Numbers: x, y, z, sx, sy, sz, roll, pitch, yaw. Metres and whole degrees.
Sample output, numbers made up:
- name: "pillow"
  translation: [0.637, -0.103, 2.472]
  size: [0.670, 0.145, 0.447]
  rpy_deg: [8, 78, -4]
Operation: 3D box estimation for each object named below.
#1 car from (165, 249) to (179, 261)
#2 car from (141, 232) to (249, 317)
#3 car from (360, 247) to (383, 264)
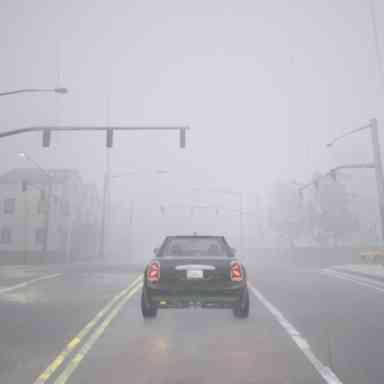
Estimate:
- name: "car"
  translation: [-3.548, 11.405, 60.035]
  size: [2.150, 2.045, 5.566]
  rpy_deg: [0, -12, 0]
- name: "car"
  translation: [0.072, 1.799, 8.349]
  size: [2.097, 1.767, 4.553]
  rpy_deg: [0, -7, 0]
- name: "car"
  translation: [16.876, 5.333, 28.162]
  size: [5.008, 1.535, 1.882]
  rpy_deg: [0, -11, 1]
